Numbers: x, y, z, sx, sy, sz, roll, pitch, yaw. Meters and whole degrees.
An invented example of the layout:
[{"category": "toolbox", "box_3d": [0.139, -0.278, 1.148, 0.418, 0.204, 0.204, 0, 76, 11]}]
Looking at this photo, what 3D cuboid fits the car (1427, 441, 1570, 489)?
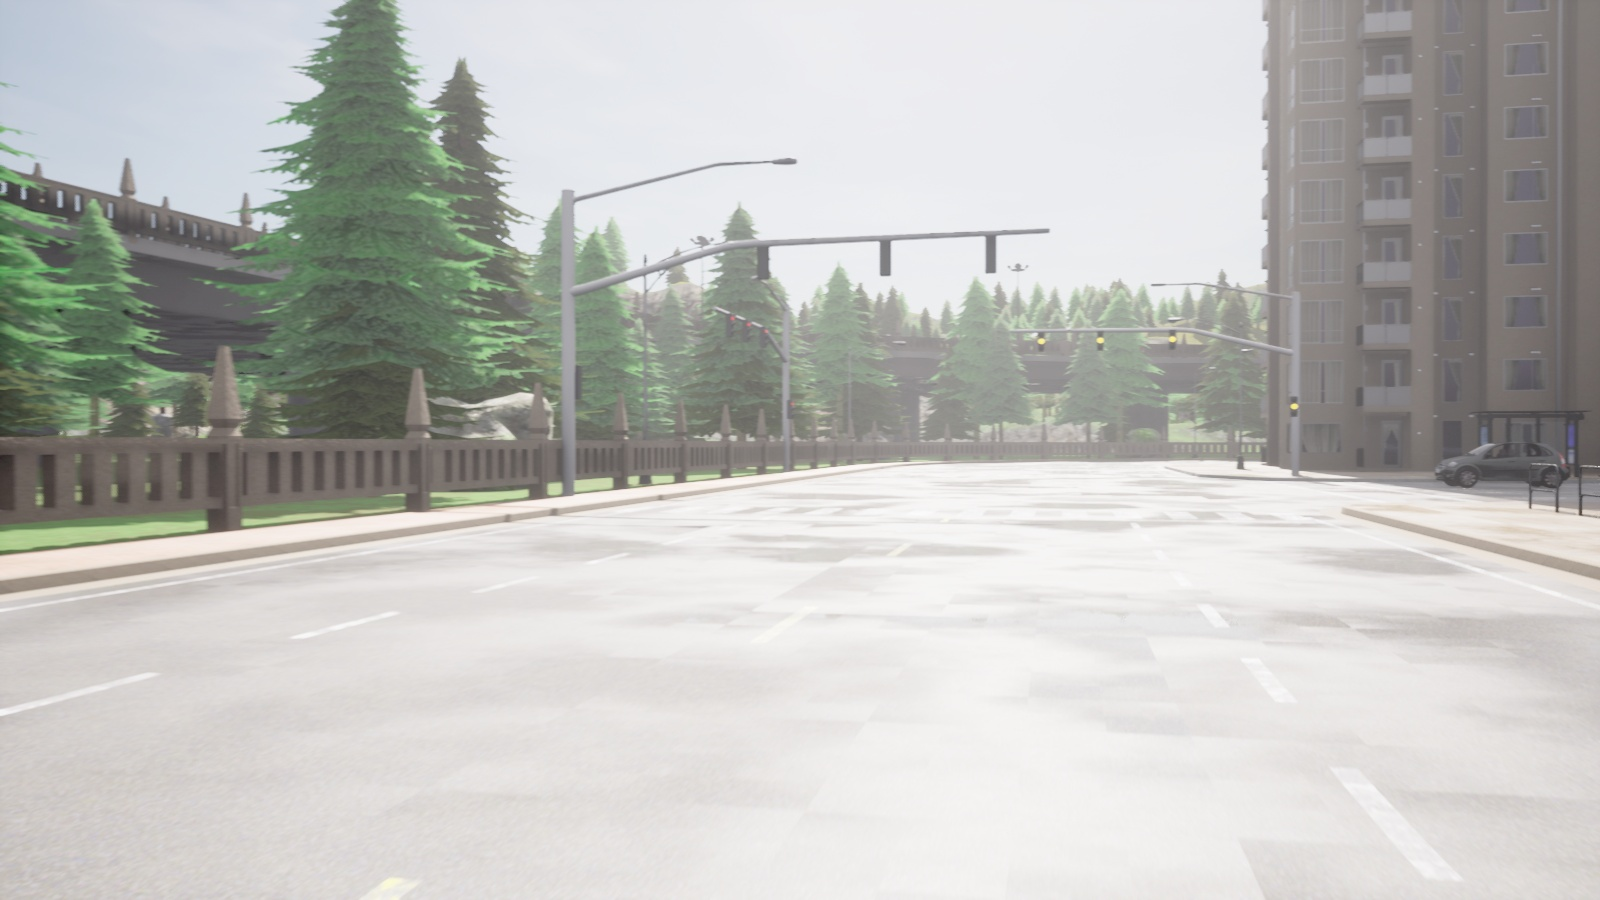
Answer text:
[{"category": "car", "box_3d": [24.393, 0.501, 43.972, 3.988, 1.617, 1.851, 0, 0, 11]}]
